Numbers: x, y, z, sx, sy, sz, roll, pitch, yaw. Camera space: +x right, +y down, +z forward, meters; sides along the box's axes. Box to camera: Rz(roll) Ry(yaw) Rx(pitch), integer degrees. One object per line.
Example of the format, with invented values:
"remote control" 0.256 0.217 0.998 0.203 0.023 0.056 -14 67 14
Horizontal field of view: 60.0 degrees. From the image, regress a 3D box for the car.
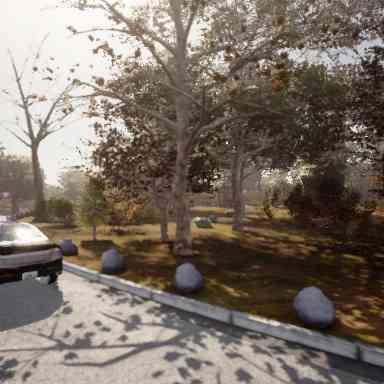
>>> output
"car" -5.058 1.503 8.525 4.902 1.511 2.128 0 0 44
